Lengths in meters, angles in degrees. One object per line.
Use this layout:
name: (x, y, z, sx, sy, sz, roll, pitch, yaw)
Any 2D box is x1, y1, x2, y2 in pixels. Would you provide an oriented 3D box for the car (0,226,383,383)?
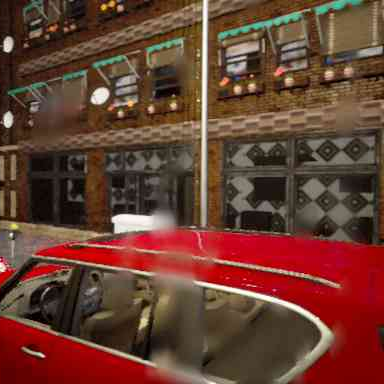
car: (-0.486, 1.275, 3.026, 5.009, 1.841, 2.192, 0, 2, 33)
